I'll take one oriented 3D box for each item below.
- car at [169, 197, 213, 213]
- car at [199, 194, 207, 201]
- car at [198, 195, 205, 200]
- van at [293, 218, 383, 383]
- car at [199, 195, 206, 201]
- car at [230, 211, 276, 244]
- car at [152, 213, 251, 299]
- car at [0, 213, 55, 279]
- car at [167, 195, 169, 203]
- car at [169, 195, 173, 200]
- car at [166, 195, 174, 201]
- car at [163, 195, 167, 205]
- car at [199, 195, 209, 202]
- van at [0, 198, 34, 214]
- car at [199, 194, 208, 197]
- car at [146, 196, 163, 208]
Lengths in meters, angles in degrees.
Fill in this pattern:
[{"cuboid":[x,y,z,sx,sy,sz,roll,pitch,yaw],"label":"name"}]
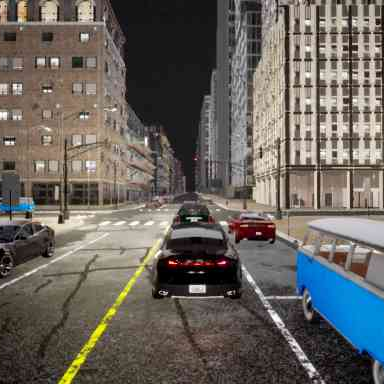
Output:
[{"cuboid":[0.070,1.352,17.526,2.097,1.767,4.553,0,0,-1],"label":"car"},{"cuboid":[2.702,1.396,82.059,1.967,1.590,4.097,1,0,0],"label":"car"},{"cuboid":[2.700,1.524,93.362,1.802,1.307,4.206,1,0,0],"label":"car"},{"cuboid":[2.701,1.342,4.553,1.690,1.788,3.998,1,0,0],"label":"van"},{"cuboid":[2.701,1.475,87.880,1.752,1.417,4.829,1,0,0],"label":"car"},{"cuboid":[2.698,1.545,15.706,1.887,1.381,4.507,1,0,0],"label":"car"},{"cuboid":[0.101,1.506,8.433,1.837,1.490,4.892,0,0,0],"label":"car"},{"cuboid":[-5.682,1.567,10.135,1.947,1.339,4.313,1,0,0],"label":"car"},{"cuboid":[-5.680,1.562,59.454,1.802,1.307,4.206,1,0,0],"label":"car"},{"cuboid":[-5.680,1.519,70.756,2.008,1.369,4.403,1,0,0],"label":"car"},{"cuboid":[-5.679,1.475,87.542,1.752,1.417,4.829,1,0,0],"label":"car"},{"cuboid":[-5.678,1.426,53.803,1.967,1.590,4.097,1,0,0],"label":"car"},{"cuboid":[2.701,1.513,76.406,2.008,1.369,4.403,1,0,0],"label":"car"},{"cuboid":[-19.737,1.525,37.021,3.998,1.788,1.690,0,0,1],"label":"van"},{"cuboid":[2.700,1.531,59.452,2.008,1.369,4.403,1,0,0],"label":"car"},{"cuboid":[-5.681,1.573,48.150,1.802,1.307,4.206,1,0,0],"label":"car"}]
